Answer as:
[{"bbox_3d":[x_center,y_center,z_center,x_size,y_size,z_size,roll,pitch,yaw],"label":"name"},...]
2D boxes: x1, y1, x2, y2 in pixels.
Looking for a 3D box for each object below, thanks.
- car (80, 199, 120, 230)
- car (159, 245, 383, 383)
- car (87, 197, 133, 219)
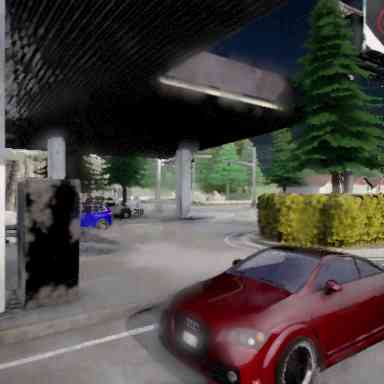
[{"bbox_3d":[-7.123,1.490,19.950,4.611,1.667,2.242,0,0,-36],"label":"car"},{"bbox_3d":[1.603,1.571,5.120,4.181,1.385,1.994,0,0,-35],"label":"car"},{"bbox_3d":[-6.921,1.330,27.079,3.866,1.878,1.905,0,0,-36],"label":"car"}]
